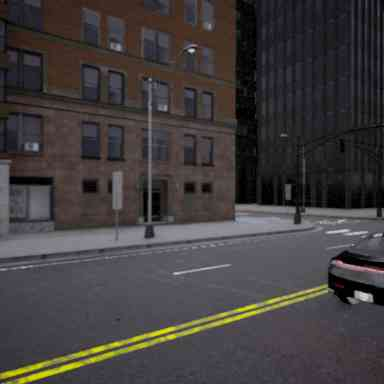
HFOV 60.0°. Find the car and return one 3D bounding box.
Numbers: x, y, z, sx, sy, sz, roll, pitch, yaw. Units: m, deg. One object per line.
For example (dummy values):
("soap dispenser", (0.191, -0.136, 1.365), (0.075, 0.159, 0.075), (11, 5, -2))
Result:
("car", (4.788, 1.518, 6.854), (4.902, 1.511, 2.128), (1, 0, -35))
